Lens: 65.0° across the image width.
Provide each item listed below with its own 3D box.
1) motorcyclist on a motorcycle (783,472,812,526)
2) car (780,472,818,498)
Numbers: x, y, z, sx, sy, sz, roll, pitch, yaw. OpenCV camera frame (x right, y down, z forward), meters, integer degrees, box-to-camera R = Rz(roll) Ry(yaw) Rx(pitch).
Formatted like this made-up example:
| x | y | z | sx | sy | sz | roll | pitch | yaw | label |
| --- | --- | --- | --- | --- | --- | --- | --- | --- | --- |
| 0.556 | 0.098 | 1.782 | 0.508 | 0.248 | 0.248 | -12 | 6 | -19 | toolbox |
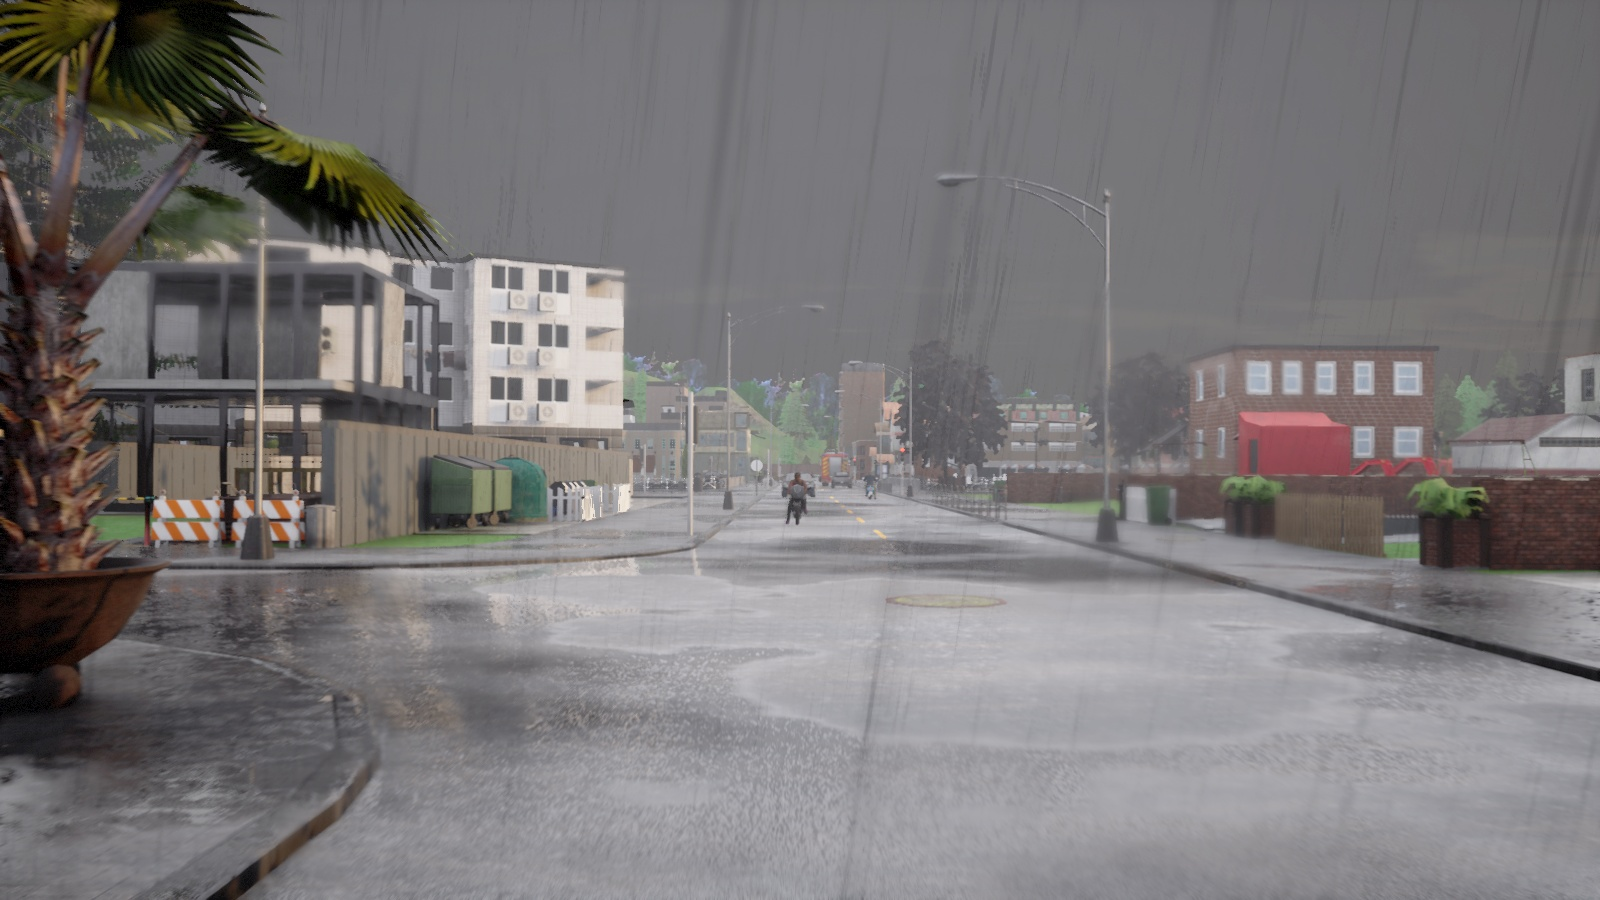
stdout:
| x | y | z | sx | sy | sz | roll | pitch | yaw | label |
| --- | --- | --- | --- | --- | --- | --- | --- | --- | --- |
| -0.071 | 1.412 | 36.763 | 0.797 | 1.523 | 2.044 | 0 | -1 | 0 | motorcyclist on a motorcycle |
| -0.091 | 2.074 | 75.219 | 2.163 | 1.488 | 4.792 | 0 | -1 | -1 | car |
